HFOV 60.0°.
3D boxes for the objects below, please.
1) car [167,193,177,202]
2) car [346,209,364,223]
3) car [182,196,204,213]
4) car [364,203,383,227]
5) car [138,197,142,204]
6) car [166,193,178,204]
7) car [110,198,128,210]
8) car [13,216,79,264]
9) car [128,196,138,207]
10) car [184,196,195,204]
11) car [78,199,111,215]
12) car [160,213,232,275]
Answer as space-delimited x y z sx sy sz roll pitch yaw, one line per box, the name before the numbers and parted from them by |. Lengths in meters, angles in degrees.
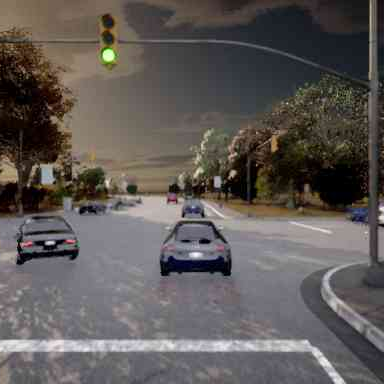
car | -4.724 1.256 77.300 2.150 2.045 5.566 0 0 -7
car | 13.943 1.541 24.435 5.008 1.535 1.882 0 0 -3
car | 0.107 1.437 33.016 2.097 1.767 4.553 0 0 0
car | 14.296 1.276 20.954 5.566 2.045 2.150 0 0 -3
car | -10.881 1.605 65.123 1.812 1.442 4.674 0 0 -2
car | -3.934 1.298 66.554 2.150 2.045 5.566 0 0 -3
car | -10.570 1.601 44.887 2.128 1.511 4.902 0 0 0
car | -5.428 1.579 12.193 2.033 1.411 5.357 0 0 -28
car | -10.575 1.708 54.843 1.895 1.301 4.718 0 0 -1
car | -0.482 1.552 67.448 1.882 1.535 5.008 0 0 -4
car | -10.594 1.693 35.784 1.895 1.301 4.718 0 0 0
car | 0.101 1.592 10.554 1.994 1.385 4.181 0 0 0
